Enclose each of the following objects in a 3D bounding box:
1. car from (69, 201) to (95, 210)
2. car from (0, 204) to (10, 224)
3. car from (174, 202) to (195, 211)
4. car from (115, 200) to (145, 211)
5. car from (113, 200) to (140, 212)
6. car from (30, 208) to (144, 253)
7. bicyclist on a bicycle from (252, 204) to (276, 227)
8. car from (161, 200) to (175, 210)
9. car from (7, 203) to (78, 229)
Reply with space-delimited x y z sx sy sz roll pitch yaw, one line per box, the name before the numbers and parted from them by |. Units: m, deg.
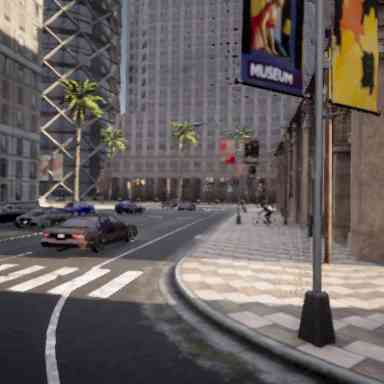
car | -11.439 1.691 32.807 1.882 1.535 5.008 1 0 11
car | -13.236 1.567 23.040 2.128 1.511 4.902 1 -1 10
car | -0.813 2.131 50.318 1.994 1.385 4.181 1 -1 11
car | -6.915 1.938 37.872 1.895 1.301 4.718 1 -1 11
car | -8.944 1.875 45.791 1.882 1.535 5.008 1 -1 11
car | -4.112 1.657 14.299 2.033 1.411 5.357 1 -1 13
bicyclist on a bicycle | 5.066 1.647 23.288 1.656 1.620 0.582 0 -1 10
car | -3.630 2.046 54.550 1.994 1.385 4.181 1 -1 11
car | -9.822 1.681 22.267 1.994 1.385 4.181 1 -1 10
